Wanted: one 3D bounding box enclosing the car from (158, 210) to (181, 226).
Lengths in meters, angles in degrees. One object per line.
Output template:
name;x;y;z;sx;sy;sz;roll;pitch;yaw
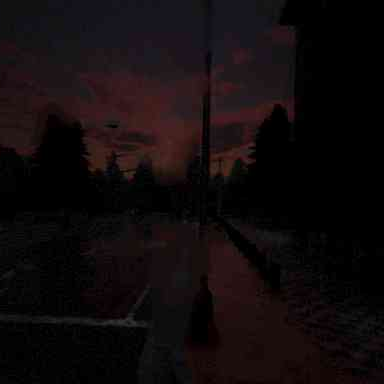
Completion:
car;-2.240;2.508;32.610;1.837;1.490;4.892;1;-2;1

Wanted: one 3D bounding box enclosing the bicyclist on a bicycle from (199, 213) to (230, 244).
bicyclist on a bicycle;1.180;1.899;17.327;1.656;1.620;0.582;1;-2;1
